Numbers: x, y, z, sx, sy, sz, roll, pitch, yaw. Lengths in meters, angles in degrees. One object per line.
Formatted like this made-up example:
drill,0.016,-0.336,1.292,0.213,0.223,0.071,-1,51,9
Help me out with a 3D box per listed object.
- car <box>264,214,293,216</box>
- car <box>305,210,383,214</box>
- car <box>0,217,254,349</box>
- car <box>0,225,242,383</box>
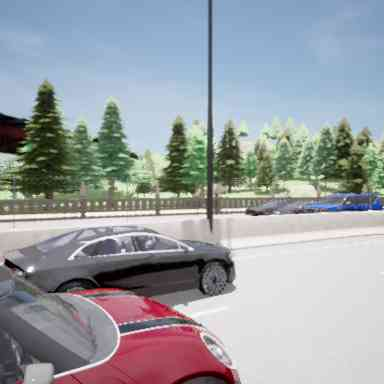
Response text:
car,8.051,1.384,24.098,4.902,1.511,2.128,0,0,-24
car,9.526,1.132,20.978,5.566,2.045,2.150,0,0,-24
car,-1.242,1.454,6.931,4.902,1.511,2.128,0,0,-34
car,-1.756,1.335,2.350,4.553,1.767,2.097,0,0,-36
